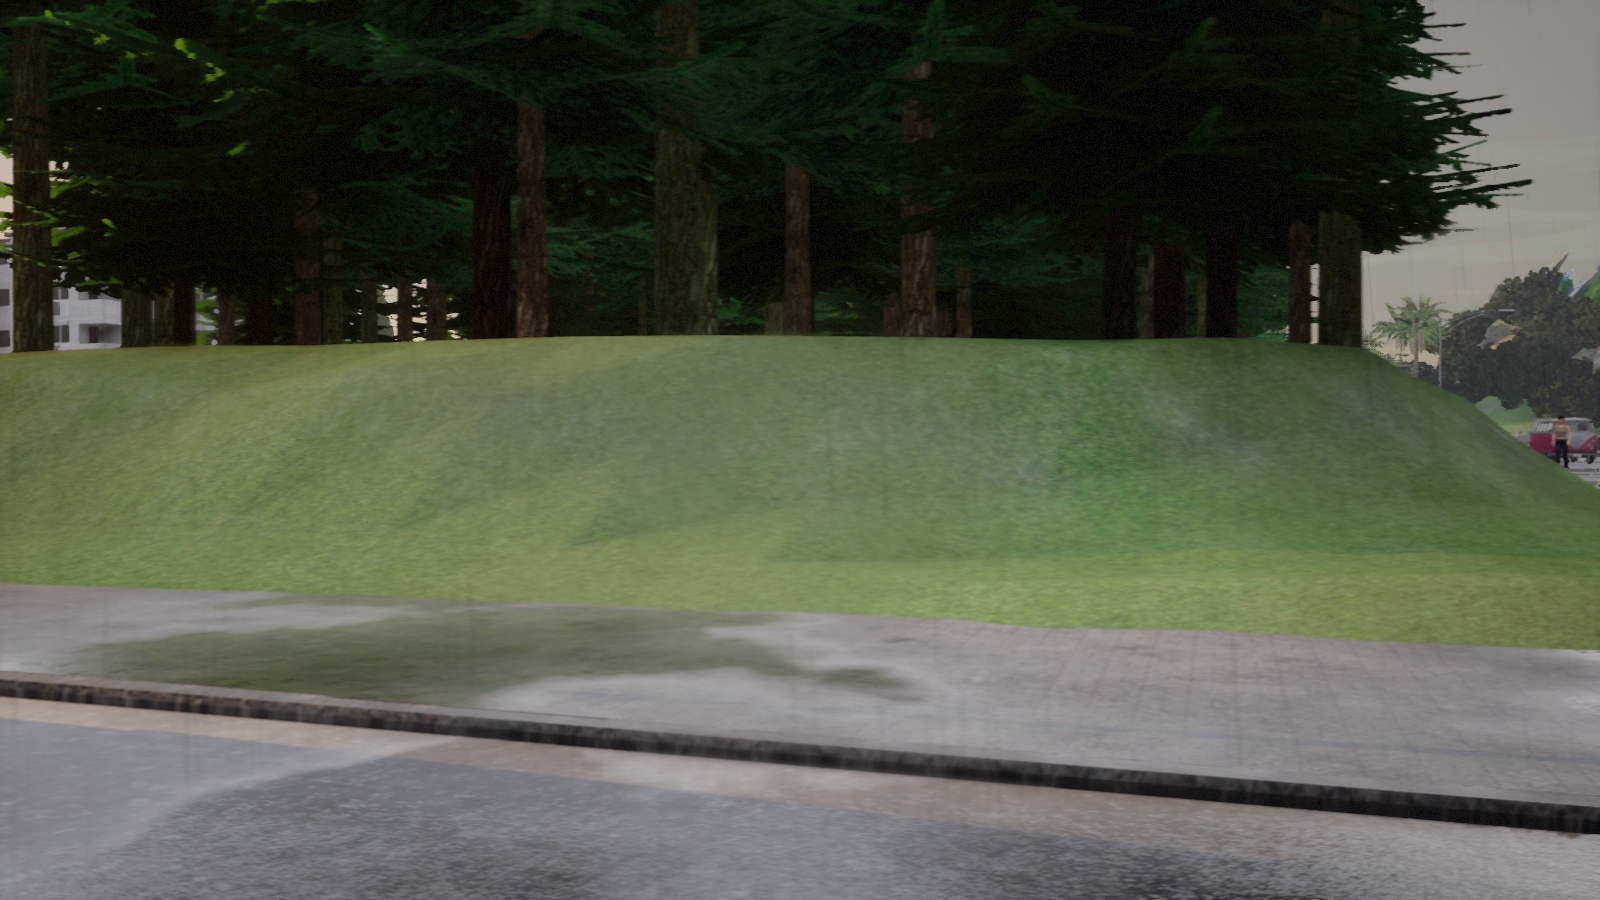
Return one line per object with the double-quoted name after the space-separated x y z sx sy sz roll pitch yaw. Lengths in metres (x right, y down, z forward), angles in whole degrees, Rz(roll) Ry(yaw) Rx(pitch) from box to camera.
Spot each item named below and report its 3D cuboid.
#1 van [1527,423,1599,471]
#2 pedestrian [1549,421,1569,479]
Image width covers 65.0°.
32.792 -0.163 54.028 1.775 1.987 4.442 1 1 19 "van"
24.125 -0.015 39.929 0.594 1.836 0.345 -1 1 -40 "pedestrian"
